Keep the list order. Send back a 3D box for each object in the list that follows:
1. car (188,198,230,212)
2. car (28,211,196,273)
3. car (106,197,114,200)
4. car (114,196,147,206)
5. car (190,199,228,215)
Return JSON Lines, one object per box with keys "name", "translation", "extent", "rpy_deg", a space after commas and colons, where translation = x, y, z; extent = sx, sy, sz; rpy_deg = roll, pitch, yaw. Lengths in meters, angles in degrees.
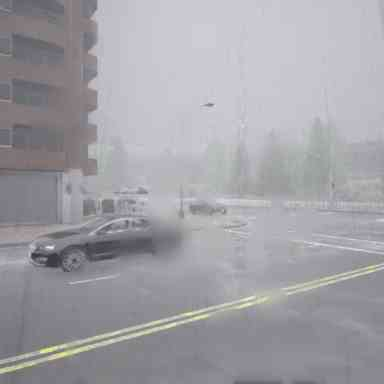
{"name": "car", "translation": [1.869, 1.491, 38.946], "extent": [2.033, 1.411, 5.357], "rpy_deg": [0, 0, -35]}
{"name": "car", "translation": [-2.538, 1.491, 10.732], "extent": [4.902, 1.511, 2.128], "rpy_deg": [0, 0, -35]}
{"name": "car", "translation": [-12.340, 1.470, 53.784], "extent": [4.674, 1.442, 1.812], "rpy_deg": [0, 0, 28]}
{"name": "car", "translation": [-8.275, 1.296, 46.220], "extent": [4.553, 1.767, 2.097], "rpy_deg": [0, 0, 45]}
{"name": "car", "translation": [1.551, 1.470, 33.305], "extent": [1.812, 1.442, 4.674], "rpy_deg": [0, 0, -35]}
